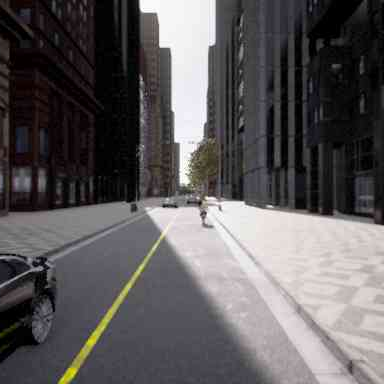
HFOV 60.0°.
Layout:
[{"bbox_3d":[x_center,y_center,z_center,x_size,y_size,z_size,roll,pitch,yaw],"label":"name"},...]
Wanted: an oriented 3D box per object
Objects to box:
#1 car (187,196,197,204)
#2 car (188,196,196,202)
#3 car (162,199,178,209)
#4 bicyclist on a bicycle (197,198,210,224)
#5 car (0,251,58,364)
[{"bbox_3d":[0.048,1.694,67.294,1.994,1.385,4.181,0,0,0],"label":"car"},{"bbox_3d":[-0.021,1.692,79.390,1.837,1.490,4.892,0,0,0],"label":"car"},{"bbox_3d":[-3.078,1.611,47.030,1.994,1.385,4.181,0,0,0],"label":"car"},{"bbox_3d":[0.816,1.427,23.028,0.866,1.612,1.509,0,1,0],"label":"bicyclist on a bicycle"},{"bbox_3d":[-3.101,1.488,3.518,2.128,1.511,4.902,0,0,0],"label":"car"}]
